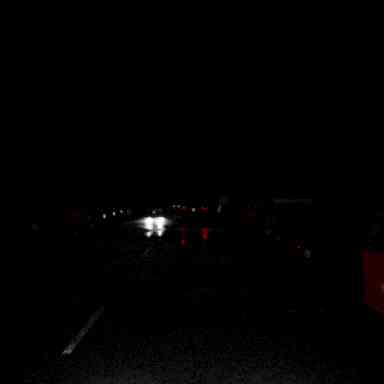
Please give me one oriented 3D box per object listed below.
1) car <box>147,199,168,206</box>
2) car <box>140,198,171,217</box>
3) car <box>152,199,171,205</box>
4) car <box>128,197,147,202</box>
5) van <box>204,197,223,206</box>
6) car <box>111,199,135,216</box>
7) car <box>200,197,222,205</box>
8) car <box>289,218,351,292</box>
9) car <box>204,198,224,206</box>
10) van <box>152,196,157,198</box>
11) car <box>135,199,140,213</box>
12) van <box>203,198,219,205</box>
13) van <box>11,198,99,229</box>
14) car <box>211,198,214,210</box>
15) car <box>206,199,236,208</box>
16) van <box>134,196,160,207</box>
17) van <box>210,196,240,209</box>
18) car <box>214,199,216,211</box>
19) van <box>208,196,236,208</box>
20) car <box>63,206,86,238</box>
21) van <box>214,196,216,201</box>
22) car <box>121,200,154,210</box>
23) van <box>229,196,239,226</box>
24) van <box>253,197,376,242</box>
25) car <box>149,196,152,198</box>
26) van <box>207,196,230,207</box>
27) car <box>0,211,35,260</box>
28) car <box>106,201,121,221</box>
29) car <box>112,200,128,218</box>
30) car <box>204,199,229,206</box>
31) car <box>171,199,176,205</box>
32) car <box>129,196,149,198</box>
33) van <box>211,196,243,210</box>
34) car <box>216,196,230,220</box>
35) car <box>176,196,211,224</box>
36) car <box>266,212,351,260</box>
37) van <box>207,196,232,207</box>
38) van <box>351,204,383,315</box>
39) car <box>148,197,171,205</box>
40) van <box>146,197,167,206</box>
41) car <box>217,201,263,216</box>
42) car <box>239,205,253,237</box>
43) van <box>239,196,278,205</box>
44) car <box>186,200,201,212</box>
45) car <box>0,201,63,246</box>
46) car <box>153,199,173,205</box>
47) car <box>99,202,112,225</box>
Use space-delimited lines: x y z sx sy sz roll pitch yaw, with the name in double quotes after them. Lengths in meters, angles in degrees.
-8.040 2.436 77.179 4.674 1.452 2.002 0 -1 0 "car"
-3.596 1.700 34.077 2.128 1.511 4.902 0 0 0 "car"
-8.036 2.678 88.277 5.008 1.535 2.097 0 -2 0 "car"
-8.227 1.722 38.340 5.366 1.575 1.946 0 0 0 "car"
5.154 2.233 79.757 4.442 1.987 1.878 0 -1 0 "van"
-8.226 1.651 30.012 5.366 1.575 1.946 0 -1 0 "car"
5.065 2.420 88.062 5.566 2.045 2.435 0 -2 0 "car"
5.069 1.516 7.888 4.792 1.488 2.163 0 0 0 "car"
5.006 2.265 76.985 4.553 1.767 2.185 0 -1 0 "car"
-8.158 1.617 52.222 4.442 1.987 1.878 0 0 0 "van"
-8.034 1.679 32.788 4.892 1.521 2.231 0 0 0 "car"
5.155 2.533 90.952 4.442 1.987 1.878 0 -2 0 "van"
-7.924 1.334 18.909 4.442 1.987 1.878 0 0 0 "van"
5.036 1.787 40.995 4.674 1.452 2.002 0 0 0 "car"
5.043 1.915 57.597 5.008 1.535 2.097 0 -1 0 "car"
-8.158 1.761 60.533 4.442 1.987 1.878 0 -1 0 "van"
5.155 1.615 52.078 4.442 1.987 1.878 0 0 0 "van"
5.033 1.676 32.686 5.008 1.535 2.097 0 0 0 "car"
4.922 1.640 54.981 4.442 1.987 1.878 0 -1 0 "van"
-8.011 1.566 16.130 4.792 1.488 2.163 0 0 0 "car"
5.155 1.499 38.353 4.442 1.987 1.878 0 0 0 "van"
-8.039 1.859 49.444 4.674 1.452 2.002 0 0 0 "car"
4.922 1.357 21.607 4.442 1.987 1.878 0 0 0 "van"
4.931 1.289 13.281 4.442 1.987 1.878 0 0 0 "van"
-8.073 1.646 43.893 4.553 1.767 2.185 0 0 0 "car"
5.155 1.893 65.910 4.442 1.987 1.878 0 -1 0 "van"
-8.046 1.499 10.578 4.892 1.521 2.231 0 0 0 "car"
-8.070 1.637 24.459 4.792 1.488 2.163 0 0 0 "car"
-8.070 1.660 27.235 4.792 1.488 2.163 0 0 0 "car"
5.032 2.188 68.673 4.892 1.521 2.231 0 -1 0 "car"
-3.502 2.324 76.330 1.994 1.385 4.181 0 -1 0 "car"
-8.072 1.623 41.117 4.553 1.767 2.185 0 0 0 "car"
5.155 1.593 49.433 4.442 1.987 1.878 0 0 0 "van"
5.011 1.378 27.147 5.566 2.045 2.435 0 0 0 "car"
0.100 1.366 26.344 2.150 2.045 5.566 0 0 0 "car"
5.069 1.527 10.527 4.792 1.488 2.163 0 0 0 "car"
4.921 1.757 60.372 4.442 1.987 1.878 0 -1 0 "van"
5.157 1.256 5.117 4.442 1.987 1.878 0 0 0 "van"
-8.071 2.281 82.737 5.566 2.045 2.435 0 -1 0 "car"
-7.925 2.102 74.410 4.442 1.987 1.878 0 -1 0 "van"
5.042 1.741 35.580 4.674 1.452 2.002 0 0 0 "car"
5.045 1.535 16.065 5.008 1.535 2.097 0 0 0 "car"
5.156 1.333 18.837 4.442 1.987 1.878 0 0 0 "van"
0.105 1.774 43.504 1.837 1.490 4.892 0 -1 -1 "car"
-8.009 1.390 13.358 4.553 1.767 2.185 0 0 0 "car"
-8.228 2.851 93.815 5.366 1.575 1.946 0 -2 0 "car"
-8.070 1.613 21.683 4.792 1.488 2.163 0 0 0 "car"
